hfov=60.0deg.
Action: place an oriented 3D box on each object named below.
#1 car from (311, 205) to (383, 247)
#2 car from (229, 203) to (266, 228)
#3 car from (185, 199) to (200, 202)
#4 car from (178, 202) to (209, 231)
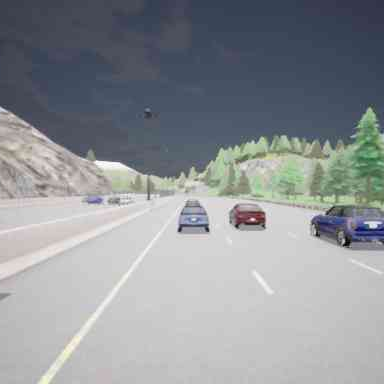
[{"bbox_3d":[7.095,1.353,15.153,2.097,1.767,4.553,0,0,0],"label":"car"},{"bbox_3d":[3.591,1.478,22.200,1.882,1.535,5.008,0,0,0],"label":"car"},{"bbox_3d":[0.085,1.564,42.489,1.994,1.385,4.181,0,0,0],"label":"car"},{"bbox_3d":[0.094,1.548,20.634,2.033,1.411,5.357,0,0,0],"label":"car"}]
